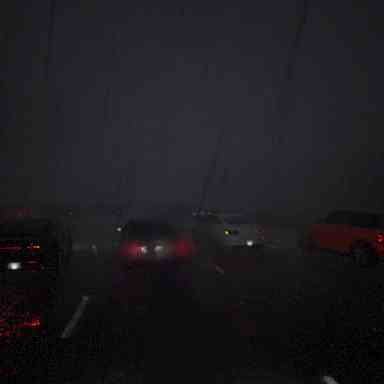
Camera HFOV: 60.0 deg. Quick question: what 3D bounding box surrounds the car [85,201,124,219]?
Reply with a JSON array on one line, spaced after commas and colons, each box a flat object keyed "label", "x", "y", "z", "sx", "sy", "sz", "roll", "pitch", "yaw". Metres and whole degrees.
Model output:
[{"label": "car", "x": -7.887, "y": 1.538, "z": 29.530, "sx": 1.882, "sy": 1.535, "sz": 5.008, "roll": 0, "pitch": 0, "yaw": -42}]

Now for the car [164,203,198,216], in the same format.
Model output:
[{"label": "car", "x": -0.635, "y": 1.599, "z": 25.956, "sx": 2.033, "sy": 1.411, "sz": 5.357, "roll": 0, "pitch": 0, "yaw": -33}]

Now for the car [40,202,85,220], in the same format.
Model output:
[{"label": "car", "x": -11.207, "y": 1.536, "z": 28.000, "sx": 1.882, "sy": 1.535, "sz": 5.008, "roll": 1, "pitch": 0, "yaw": -43}]

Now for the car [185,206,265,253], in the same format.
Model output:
[{"label": "car", "x": 1.353, "y": 1.553, "z": 13.844, "sx": 1.812, "sy": 1.442, "sz": 4.674, "roll": 0, "pitch": 0, "yaw": -17}]

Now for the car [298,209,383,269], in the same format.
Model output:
[{"label": "car", "x": 5.599, "y": 1.373, "z": 11.505, "sx": 2.097, "sy": 1.767, "sz": 4.553, "roll": 0, "pitch": 0, "yaw": -13}]

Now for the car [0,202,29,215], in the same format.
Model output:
[{"label": "car", "x": -14.610, "y": 1.534, "z": 26.456, "sx": 5.008, "sy": 1.535, "sz": 1.882, "roll": 0, "pitch": -1, "yaw": 44}]

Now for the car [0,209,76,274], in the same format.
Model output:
[{"label": "car", "x": -4.907, "y": 1.529, "z": 10.420, "sx": 1.837, "sy": 1.490, "sz": 4.892, "roll": 0, "pitch": 0, "yaw": -14}]

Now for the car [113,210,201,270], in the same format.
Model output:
[{"label": "car", "x": -1.465, "y": 1.571, "z": 11.241, "sx": 2.033, "sy": 1.411, "sz": 5.357, "roll": 0, "pitch": 0, "yaw": -14}]
